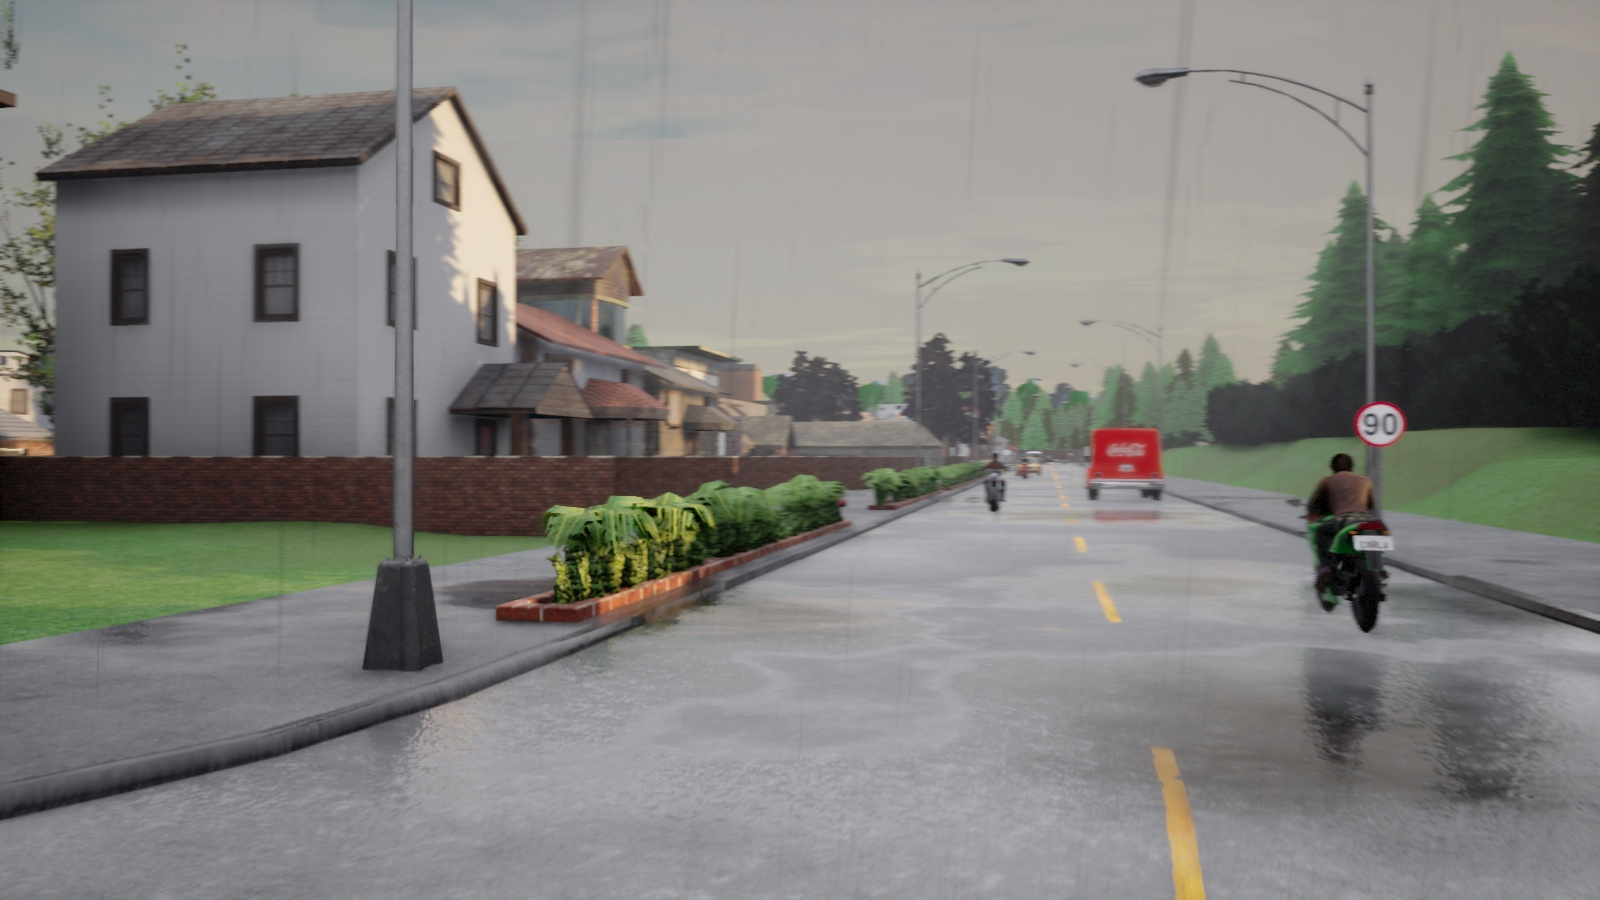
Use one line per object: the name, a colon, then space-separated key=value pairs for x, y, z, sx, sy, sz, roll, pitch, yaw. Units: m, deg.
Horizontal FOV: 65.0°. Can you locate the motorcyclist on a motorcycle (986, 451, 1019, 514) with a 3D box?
motorcyclist on a motorcycle: x=5.538 y=0.849 z=34.240 sx=0.766 sy=1.649 sz=2.350 roll=0 pitch=0 yaw=12

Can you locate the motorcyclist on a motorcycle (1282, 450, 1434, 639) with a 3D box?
motorcyclist on a motorcycle: x=4.902 y=0.764 z=11.173 sx=0.797 sy=1.523 sz=2.044 roll=0 pitch=0 yaw=11

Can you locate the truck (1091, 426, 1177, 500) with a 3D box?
truck: x=11.717 y=0.443 z=44.447 sx=2.627 sy=2.467 sz=5.204 roll=0 pitch=0 yaw=12

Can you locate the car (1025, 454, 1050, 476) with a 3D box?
car: x=17.870 y=1.097 z=94.294 sx=1.801 sy=1.575 sz=5.366 roll=0 pitch=0 yaw=12
